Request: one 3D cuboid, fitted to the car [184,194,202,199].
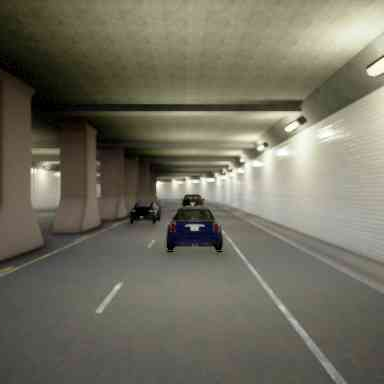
[{"bbox_3d":[0.094,1.230,33.047,2.150,2.045,5.566,0,0,0],"label":"car"}]

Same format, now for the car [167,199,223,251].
[{"bbox_3d":[0.098,1.355,14.167,2.097,1.767,4.553,0,0,0],"label":"car"}]

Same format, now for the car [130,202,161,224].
[{"bbox_3d":[-3.403,1.498,24.872,2.128,1.511,4.902,0,0,0],"label":"car"}]
